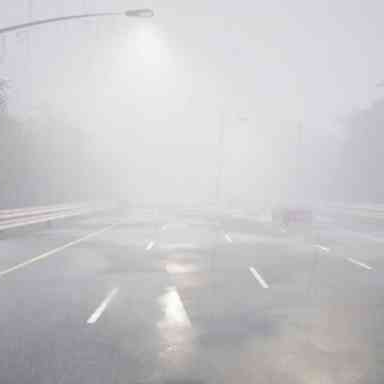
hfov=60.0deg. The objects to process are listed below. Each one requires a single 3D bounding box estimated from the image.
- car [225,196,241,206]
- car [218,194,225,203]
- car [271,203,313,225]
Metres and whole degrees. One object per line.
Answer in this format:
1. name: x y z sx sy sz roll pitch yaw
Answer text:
1. car: 7.122 1.544 56.282 1.812 1.442 4.674 0 0 0
2. car: 7.173 1.536 71.766 1.812 1.442 4.674 0 0 0
3. car: 7.026 1.501 23.847 1.882 1.535 5.008 0 0 0
